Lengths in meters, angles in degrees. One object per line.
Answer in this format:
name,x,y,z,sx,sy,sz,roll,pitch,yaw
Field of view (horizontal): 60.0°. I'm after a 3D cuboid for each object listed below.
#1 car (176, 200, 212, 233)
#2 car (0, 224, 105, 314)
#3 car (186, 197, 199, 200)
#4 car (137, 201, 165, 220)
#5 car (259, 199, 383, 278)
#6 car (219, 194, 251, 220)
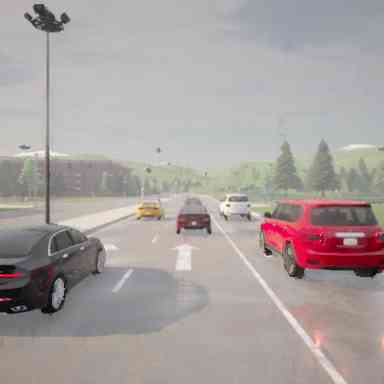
car,0.099,1.472,19.476,1.882,1.535,5.008,0,0,0
car,-3.401,1.502,7.600,1.837,1.490,4.892,0,0,0
car,0.099,1.344,36.073,2.097,1.767,4.553,0,0,0
car,-3.401,1.469,28.201,1.882,1.535,5.008,0,0,0
car,3.599,1.218,10.238,2.150,2.045,5.566,0,0,0
car,3.599,1.212,28.174,2.150,2.045,5.566,0,0,0
